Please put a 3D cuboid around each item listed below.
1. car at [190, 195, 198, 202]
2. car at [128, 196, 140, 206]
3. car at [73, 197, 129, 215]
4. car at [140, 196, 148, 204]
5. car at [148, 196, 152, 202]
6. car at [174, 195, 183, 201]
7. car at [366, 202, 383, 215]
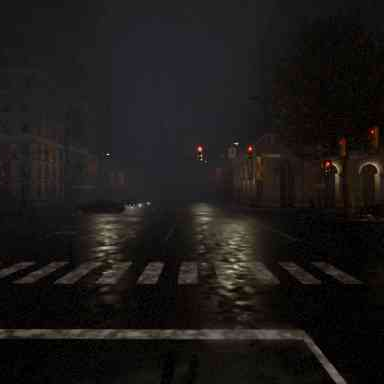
[{"bbox_3d":[0.389,1.450,78.626,2.128,1.511,4.902,0,0,1],"label":"car"},{"bbox_3d":[-10.408,1.478,55.152,1.882,1.535,5.008,0,0,1],"label":"car"},{"bbox_3d":[-9.187,1.477,33.028,5.008,1.535,1.882,0,0,0],"label":"car"},{"bbox_3d":[-10.332,1.601,64.776,1.895,1.301,4.718,0,0,1],"label":"car"},{"bbox_3d":[-10.160,1.595,74.937,1.895,1.301,4.718,0,0,1],"label":"car"},{"bbox_3d":[-3.110,1.449,78.671,2.128,1.511,4.902,0,0,1],"label":"car"},{"bbox_3d":[19.563,1.564,32.787,4.181,1.385,1.994,0,0,0],"label":"car"}]
